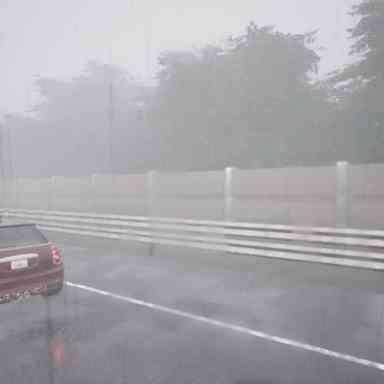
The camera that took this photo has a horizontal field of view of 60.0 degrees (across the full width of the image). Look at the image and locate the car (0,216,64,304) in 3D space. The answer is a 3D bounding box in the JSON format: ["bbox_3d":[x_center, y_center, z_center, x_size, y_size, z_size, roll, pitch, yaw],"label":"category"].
[{"bbox_3d":[-4.912,1.358,7.384,4.553,1.767,2.097,0,0,36],"label":"car"}]
